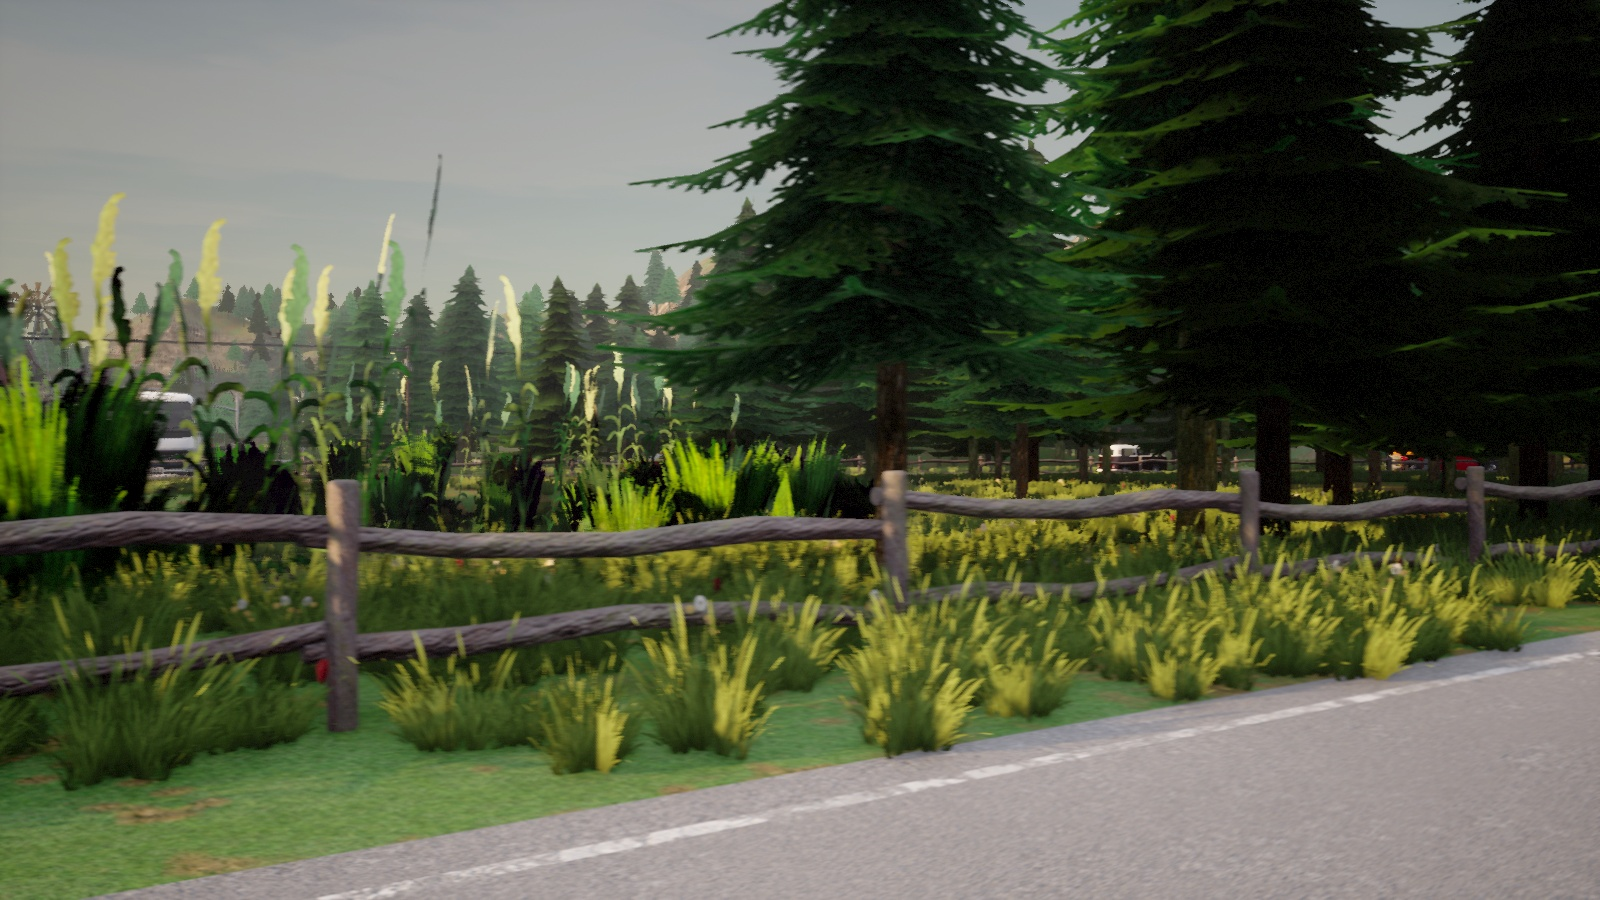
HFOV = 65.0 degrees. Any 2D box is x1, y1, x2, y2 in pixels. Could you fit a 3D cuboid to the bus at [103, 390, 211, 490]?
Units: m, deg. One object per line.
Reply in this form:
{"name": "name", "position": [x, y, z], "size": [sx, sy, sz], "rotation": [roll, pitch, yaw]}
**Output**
{"name": "bus", "position": [-30.273, -0.426, 59.554], "size": [3.944, 4.253, 10.273], "rotation": [-2, 0, -24]}

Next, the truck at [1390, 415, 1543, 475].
{"name": "truck", "position": [44.067, -0.306, 83.273], "size": [2.891, 3.827, 8.468], "rotation": [0, 0, -41]}

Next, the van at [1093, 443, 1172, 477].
{"name": "van", "position": [20.556, 0.592, 77.696], "size": [4.480, 2.038, 2.069], "rotation": [0, 0, -27]}
